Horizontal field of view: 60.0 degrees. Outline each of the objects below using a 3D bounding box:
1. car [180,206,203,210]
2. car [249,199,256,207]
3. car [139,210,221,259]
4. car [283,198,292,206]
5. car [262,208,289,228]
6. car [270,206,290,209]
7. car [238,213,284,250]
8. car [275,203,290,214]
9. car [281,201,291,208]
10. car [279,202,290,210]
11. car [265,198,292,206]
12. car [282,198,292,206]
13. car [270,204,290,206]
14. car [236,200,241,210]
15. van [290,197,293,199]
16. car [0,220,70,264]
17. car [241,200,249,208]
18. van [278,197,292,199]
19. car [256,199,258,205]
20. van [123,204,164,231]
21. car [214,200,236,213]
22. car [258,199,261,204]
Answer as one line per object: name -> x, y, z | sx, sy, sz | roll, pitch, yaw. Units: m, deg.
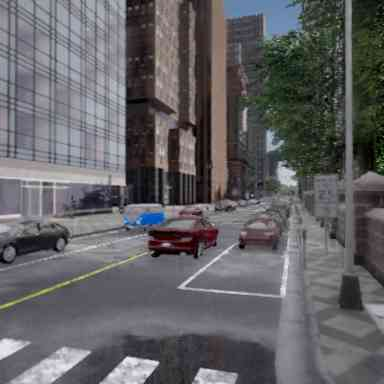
car -> -0.120, 2.108, 33.936 | 1.887, 1.381, 4.507 | 0, -1, 17
car -> 12.792, 2.593, 76.202 | 2.008, 1.369, 4.403 | 0, -1, 17
car -> -0.180, 1.738, 14.001 | 1.882, 1.535, 5.008 | 0, -1, 17
car -> 24.177, 2.432, 84.290 | 2.192, 1.841, 5.009 | 0, -1, 17
car -> 4.809, 1.929, 20.886 | 2.008, 1.369, 4.403 | 0, -1, 17
car -> 6.421, 2.027, 26.171 | 1.947, 1.339, 4.313 | 0, -1, 17
car -> 3.195, 1.873, 15.603 | 1.802, 1.307, 4.206 | 0, -1, 17
car -> 12.881, 2.287, 47.306 | 1.887, 1.381, 4.507 | 0, -1, 17
car -> 19.335, 2.547, 68.438 | 1.802, 1.307, 4.206 | 0, -1, 17
car -> 16.108, 2.437, 57.873 | 1.802, 1.307, 4.206 | 0, -1, 17
car -> 9.652, 1.926, 36.742 | 2.192, 1.841, 5.009 | 0, -1, 17
car -> 22.563, 2.384, 79.007 | 2.192, 1.841, 5.009 | 0, -1, 17
car -> 8.038, 2.120, 31.454 | 1.802, 1.307, 4.206 | 0, -1, 17
car -> 6.338, 2.265, 55.070 | 1.967, 1.590, 4.097 | 0, -1, 17
van -> 20.949, 2.359, 73.724 | 1.690, 1.788, 3.998 | 0, -1, 17
car -> -6.577, 1.775, 12.800 | 2.008, 1.369, 4.403 | -1, -1, 17
car -> 9.565, 2.375, 65.636 | 1.967, 1.590, 4.097 | 0, -1, 17
van -> 14.495, 2.141, 52.591 | 1.690, 1.788, 3.998 | 0, -1, 17
car -> 14.356, 2.617, 81.322 | 1.752, 1.417, 4.829 | 0, -1, 17
van -> -3.349, 1.745, 23.371 | 1.690, 1.788, 3.998 | 0, -1, 17
car -> 4.724, 2.082, 49.790 | 2.192, 1.841, 5.009 | 0, -1, 17
car -> 16.020, 2.582, 86.769 | 1.967, 1.590, 4.097 | 0, -1, 17
